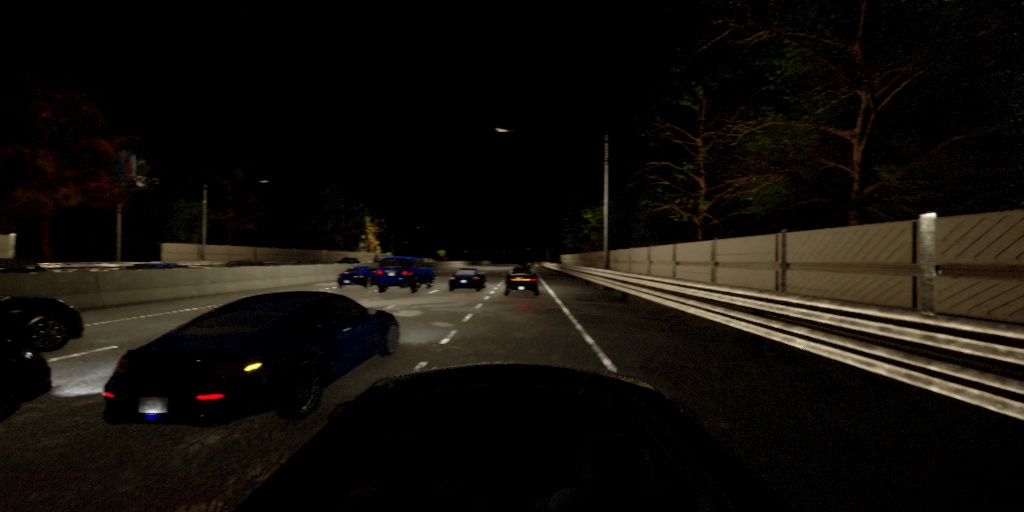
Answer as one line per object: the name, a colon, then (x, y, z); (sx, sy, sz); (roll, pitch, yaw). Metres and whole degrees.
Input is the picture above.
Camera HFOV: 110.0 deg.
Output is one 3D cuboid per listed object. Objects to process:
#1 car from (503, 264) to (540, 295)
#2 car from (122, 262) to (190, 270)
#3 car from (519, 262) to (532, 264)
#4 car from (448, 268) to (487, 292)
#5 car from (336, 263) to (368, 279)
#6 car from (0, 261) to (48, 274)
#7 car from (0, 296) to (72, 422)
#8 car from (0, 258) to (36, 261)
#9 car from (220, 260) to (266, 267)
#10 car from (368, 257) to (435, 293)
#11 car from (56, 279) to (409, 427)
car: (0.565, 1.416, 20.998); (1.837, 1.490, 4.892); (0, 0, 2)
car: (-23.930, 1.206, 24.185); (1.882, 1.535, 5.008); (0, 0, 2)
car: (1.680, 1.733, 53.631); (1.812, 1.442, 4.674); (0, -1, 2)
car: (-2.763, 1.462, 22.986); (1.994, 1.385, 4.181); (0, 0, 2)
car: (-9.747, 1.370, 23.621); (1.812, 1.442, 4.674); (0, 0, 2)
car: (-10.352, 1.047, 5.840); (2.097, 1.767, 4.553); (0, 0, 2)
car: (-6.953, 1.264, 2.826); (1.994, 1.385, 4.181); (0, 0, 2)
car: (-31.033, 0.995, 21.252); (2.097, 1.767, 4.553); (0, 0, 2)
car: (-20.338, 1.132, 26.748); (2.097, 1.767, 4.553); (0, 0, 2)
car: (-6.310, 1.079, 21.697); (2.150, 2.045, 5.566); (0, 0, 2)
car: (-3.355, 1.279, 5.735); (1.812, 1.442, 4.674); (0, 0, 2)
